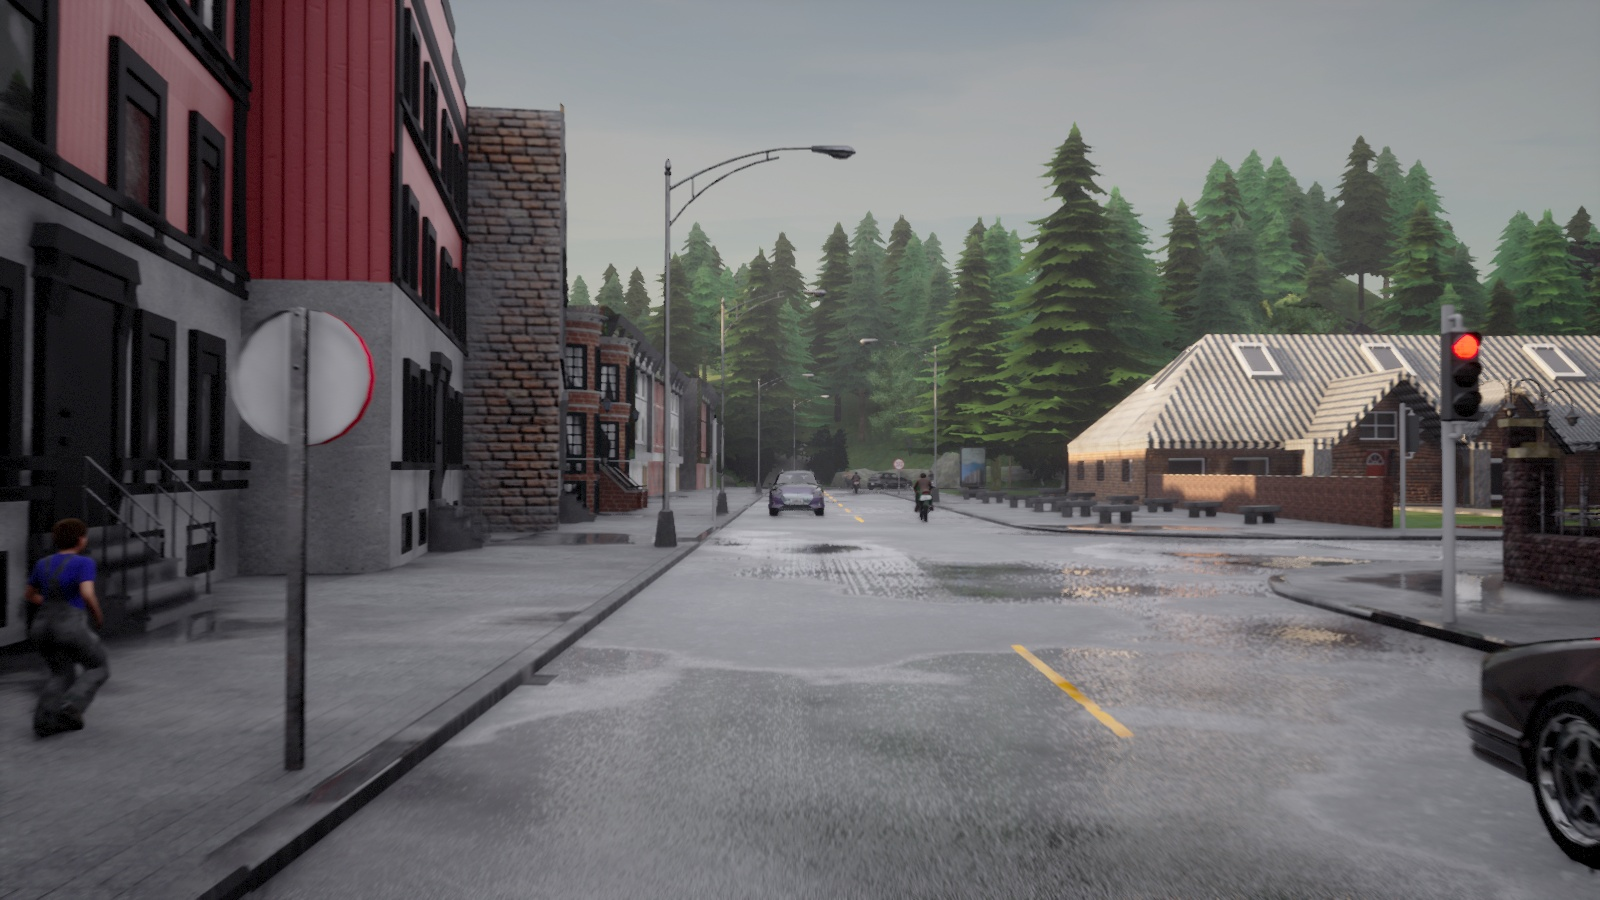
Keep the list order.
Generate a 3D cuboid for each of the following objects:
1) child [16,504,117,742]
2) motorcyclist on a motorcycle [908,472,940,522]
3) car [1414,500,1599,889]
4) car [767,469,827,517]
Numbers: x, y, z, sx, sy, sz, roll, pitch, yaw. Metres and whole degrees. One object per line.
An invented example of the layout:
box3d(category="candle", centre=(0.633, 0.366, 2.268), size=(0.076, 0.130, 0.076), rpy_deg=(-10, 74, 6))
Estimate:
box3d(category="child", centre=(-4.066, 0.937, 6.974), size=(0.270, 1.263, 0.437), rpy_deg=(0, -1, 6))
box3d(category="motorcyclist on a motorcycle", centre=(3.871, 1.440, 39.370), size=(0.797, 1.523, 2.044), rpy_deg=(0, -1, 1))
box3d(category="car", centre=(3.984, 0.903, 3.405), size=(2.033, 1.411, 5.357), rpy_deg=(0, -1, 0))
box3d(category="car", centre=(-0.110, 1.507, 45.518), size=(2.033, 1.649, 4.856), rpy_deg=(0, -1, 0))
